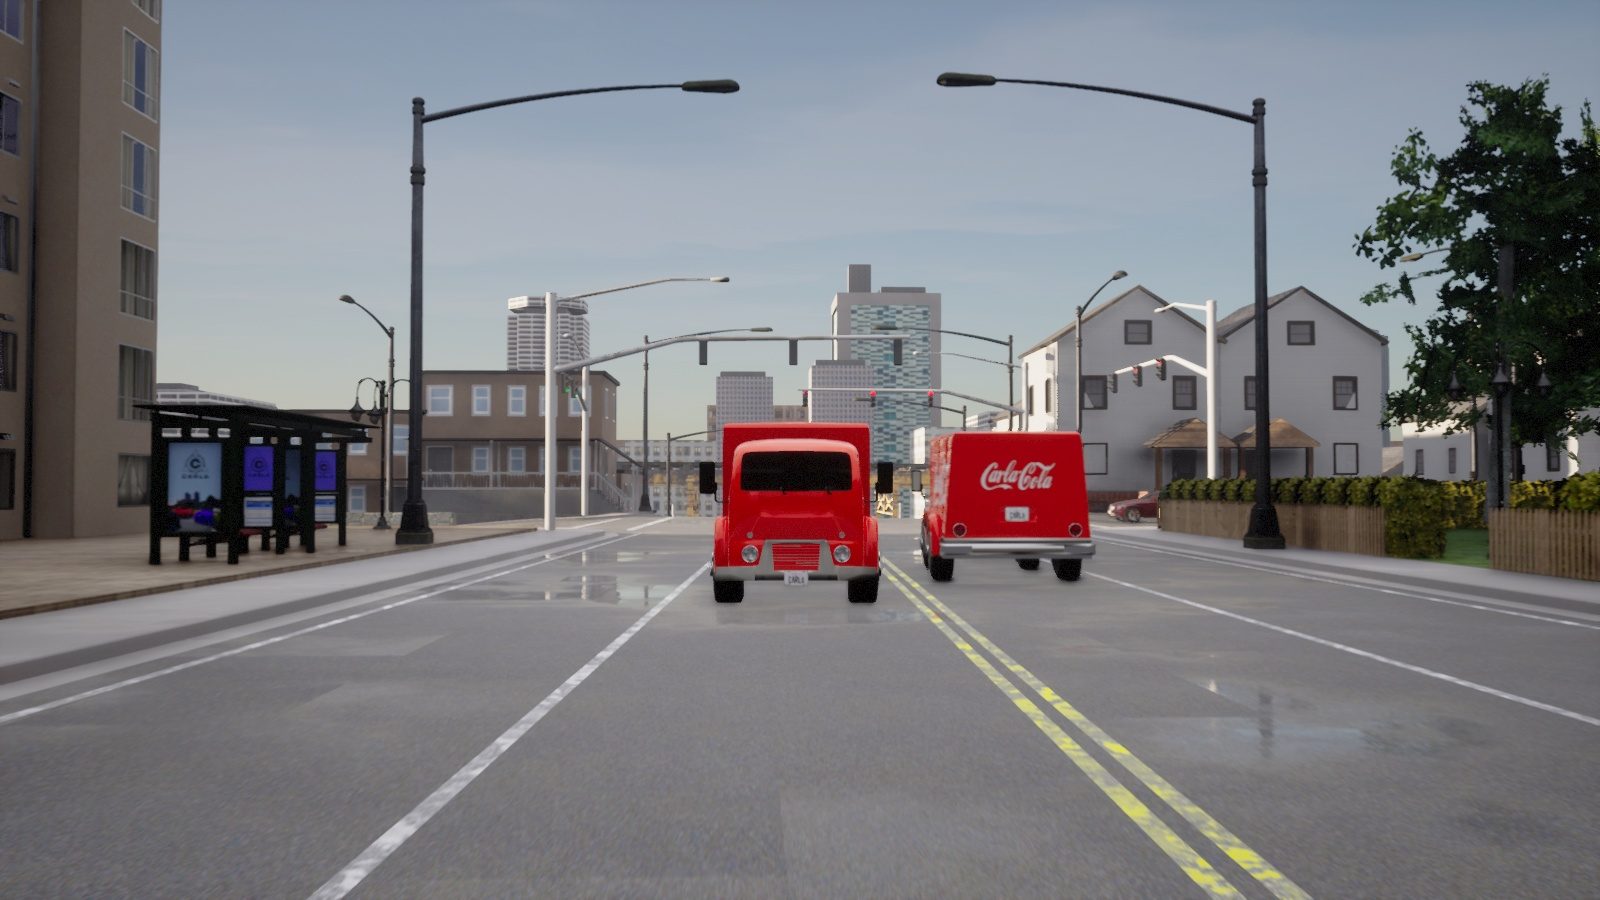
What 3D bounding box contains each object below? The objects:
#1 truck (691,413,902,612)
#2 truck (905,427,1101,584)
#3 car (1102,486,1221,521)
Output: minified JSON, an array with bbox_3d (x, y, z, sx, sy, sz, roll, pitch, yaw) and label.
[{"bbox_3d":[-0.053,0.857,18.317,2.627,2.467,5.204,0,-2,0],"label":"truck"},{"bbox_3d":[3.436,0.954,22.521,2.627,2.467,5.204,0,-2,0],"label":"truck"},{"bbox_3d":[15.847,2.343,55.223,4.674,1.442,1.812,0,-2,-1],"label":"car"}]
